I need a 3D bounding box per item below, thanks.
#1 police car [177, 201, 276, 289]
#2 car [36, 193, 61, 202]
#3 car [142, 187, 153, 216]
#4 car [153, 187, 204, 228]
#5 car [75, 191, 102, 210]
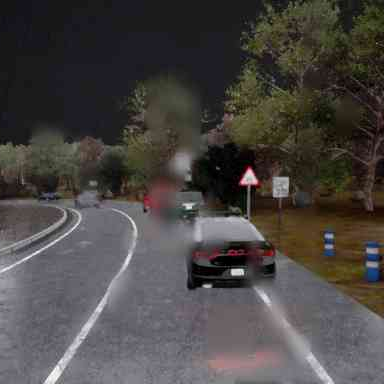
[{"bbox_3d":[0.715,1.291,9.053,1.930,1.638,5.238,0,2,-4],"label":"police car"},{"bbox_3d":[-23.801,0.861,54.968,4.718,1.301,1.895,-2,4,38],"label":"car"},{"bbox_3d":[-2.371,0.636,25.322,2.150,2.045,5.566,-2,2,-18],"label":"car"},{"bbox_3d":[-0.722,0.799,19.272,2.150,2.045,5.566,-1,2,-12],"label":"car"},{"bbox_3d":[-10.400,0.934,32.851,1.837,1.490,4.892,-3,2,-27],"label":"car"}]
